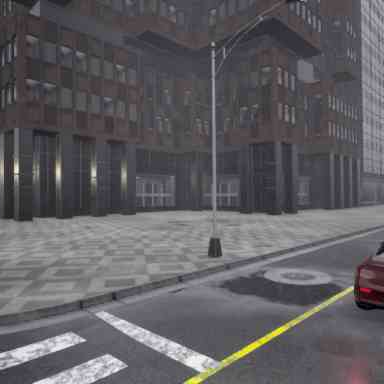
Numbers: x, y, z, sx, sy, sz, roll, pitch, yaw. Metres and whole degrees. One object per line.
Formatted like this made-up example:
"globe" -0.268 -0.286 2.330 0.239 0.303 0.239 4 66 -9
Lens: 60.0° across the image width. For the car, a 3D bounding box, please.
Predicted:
"car" 4.838 1.535 6.820 1.812 1.442 4.674 -1 -1 44
